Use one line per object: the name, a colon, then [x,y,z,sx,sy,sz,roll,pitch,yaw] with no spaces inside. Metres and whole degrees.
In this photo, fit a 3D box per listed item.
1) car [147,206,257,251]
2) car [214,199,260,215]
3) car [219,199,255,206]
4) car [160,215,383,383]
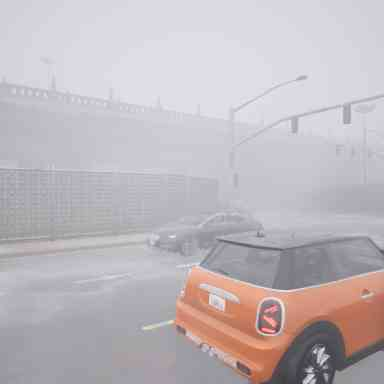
car: [0.637,1.491,12.912,4.902,1.511,2.128,0,0,-35]
car: [4.683,1.533,35.465,1.882,1.535,5.008,0,0,-35]
car: [3.799,1.560,30.678,1.837,1.490,4.892,0,0,-36]
car: [2.045,1.352,5.245,4.553,1.767,2.097,0,0,-35]
